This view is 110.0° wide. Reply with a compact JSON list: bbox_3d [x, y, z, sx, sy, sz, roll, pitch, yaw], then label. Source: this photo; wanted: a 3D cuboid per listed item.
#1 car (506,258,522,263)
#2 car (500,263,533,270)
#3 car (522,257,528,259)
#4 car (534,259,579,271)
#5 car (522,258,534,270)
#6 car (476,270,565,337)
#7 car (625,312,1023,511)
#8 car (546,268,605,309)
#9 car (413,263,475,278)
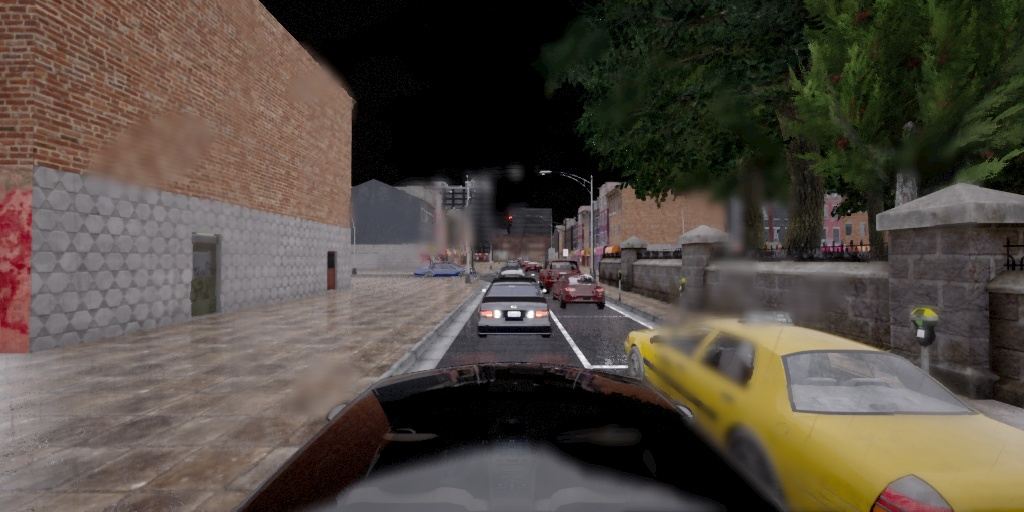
[{"bbox_3d":[0.070,1.338,59.115,2.128,1.511,4.902,0,0,0],"label":"car"},{"bbox_3d":[0.015,1.288,19.953,1.812,1.442,4.674,0,0,1],"label":"car"},{"bbox_3d":[2.603,1.404,62.913,1.888,1.381,4.507,0,0,0],"label":"car"},{"bbox_3d":[2.629,1.077,20.172,2.192,1.841,5.009,0,0,0],"label":"car"},{"bbox_3d":[2.613,1.357,46.601,1.888,1.381,4.507,0,0,0],"label":"car"},{"bbox_3d":[0.063,1.300,10.241,2.033,1.411,5.357,0,0,0],"label":"car"},{"bbox_3d":[2.639,1.276,3.995,1.751,1.417,4.829,0,0,0],"label":"car"},{"bbox_3d":[2.633,1.338,14.723,1.802,1.307,4.207,0,0,0],"label":"car"},{"bbox_3d":[-6.084,1.312,32.343,5.357,1.411,2.033,0,-1,-8],"label":"car"}]
